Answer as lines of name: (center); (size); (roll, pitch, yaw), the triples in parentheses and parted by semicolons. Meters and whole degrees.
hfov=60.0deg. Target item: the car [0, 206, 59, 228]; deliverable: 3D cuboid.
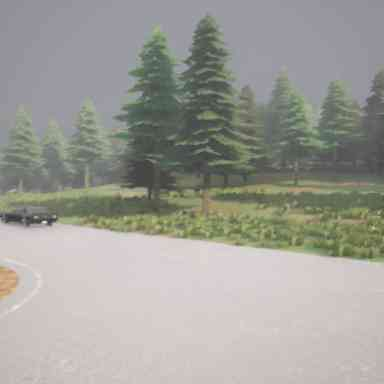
car: (-11.285, 1.643, 22.893); (4.718, 1.301, 1.895); (1, 0, 37)
